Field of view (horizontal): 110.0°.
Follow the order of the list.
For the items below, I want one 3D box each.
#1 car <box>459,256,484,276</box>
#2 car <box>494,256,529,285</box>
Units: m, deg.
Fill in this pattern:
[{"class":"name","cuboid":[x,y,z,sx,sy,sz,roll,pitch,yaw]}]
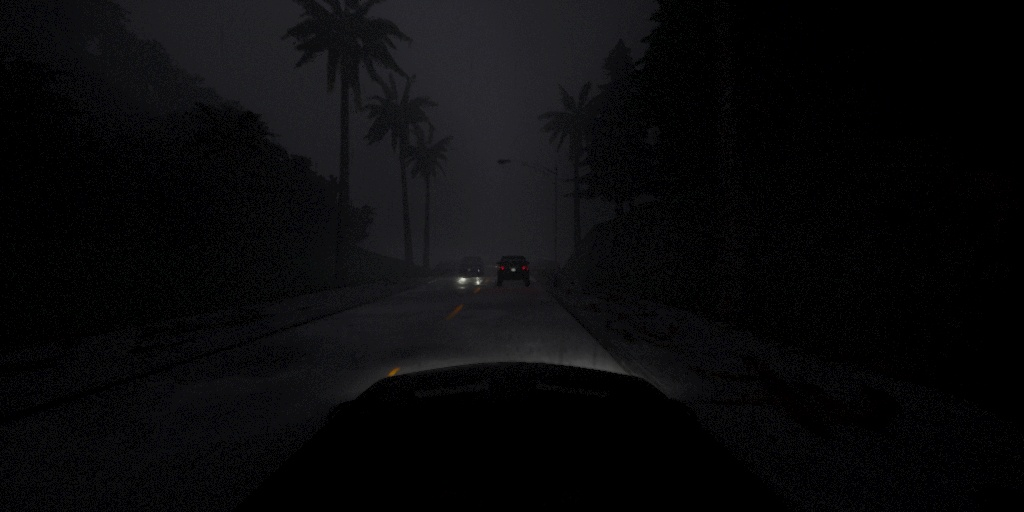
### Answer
[{"class":"car","cuboid":[-4.091,0.997,37.056,2.150,2.045,5.566,0,0,0]},{"class":"car","cuboid":[0.091,0.987,26.169,2.150,2.045,5.566,0,0,0]}]
